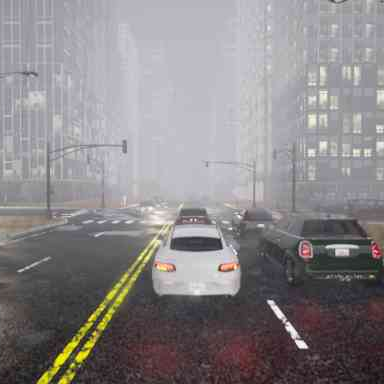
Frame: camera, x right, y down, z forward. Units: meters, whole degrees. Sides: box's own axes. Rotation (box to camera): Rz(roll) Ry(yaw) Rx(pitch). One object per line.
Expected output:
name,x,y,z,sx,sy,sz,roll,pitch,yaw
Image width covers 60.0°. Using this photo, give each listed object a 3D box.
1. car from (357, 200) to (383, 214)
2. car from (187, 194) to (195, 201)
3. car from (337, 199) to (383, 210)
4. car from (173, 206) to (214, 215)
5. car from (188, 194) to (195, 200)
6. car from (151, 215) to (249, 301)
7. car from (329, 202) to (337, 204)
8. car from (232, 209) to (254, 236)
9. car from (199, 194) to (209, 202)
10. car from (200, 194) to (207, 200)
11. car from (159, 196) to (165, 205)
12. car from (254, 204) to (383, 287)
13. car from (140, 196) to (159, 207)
car,21.728,1.688,37.939,4.829,1.417,1.752,1,0,1
car,-0.174,1.515,80.395,1.837,1.490,4.892,0,0,0
car,16.137,1.555,29.640,5.009,1.841,2.192,1,0,1
car,0.063,1.517,17.479,1.837,1.490,4.892,0,0,0
car,-0.197,1.330,90.812,1.882,1.535,5.008,0,0,0
car,0.084,1.532,8.230,1.812,1.442,4.674,0,0,0
car,15.078,1.745,35.426,4.718,1.301,1.895,0,1,0
car,3.311,1.576,17.892,1.994,1.385,4.181,0,0,0
car,3.076,1.493,80.401,1.882,1.535,5.008,0,0,0
car,3.053,1.376,90.819,1.812,1.442,4.674,0,0,0
car,-6.701,1.504,61.149,1.882,1.535,5.008,0,0,1
car,3.331,1.360,9.506,2.097,1.767,4.553,0,0,0
car,-6.700,1.590,50.824,1.994,1.385,4.181,0,0,0
